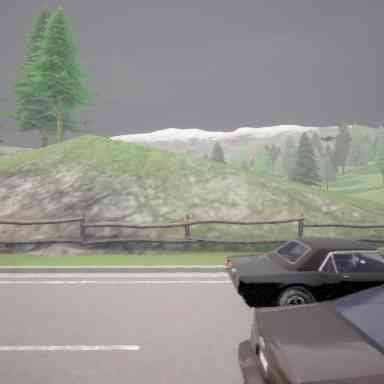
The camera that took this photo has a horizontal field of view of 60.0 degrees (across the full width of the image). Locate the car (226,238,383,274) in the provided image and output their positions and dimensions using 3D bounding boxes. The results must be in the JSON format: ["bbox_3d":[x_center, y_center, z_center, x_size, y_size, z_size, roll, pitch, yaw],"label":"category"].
[{"bbox_3d":[3.105,1.601,6.498,4.718,1.301,1.895,0,0,-1],"label":"car"}]

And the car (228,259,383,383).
[{"bbox_3d":[3.151,1.548,3.001,5.357,1.411,2.033,0,0,-1],"label":"car"}]
